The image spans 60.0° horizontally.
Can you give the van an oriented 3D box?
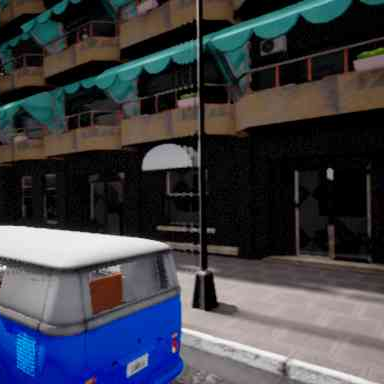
[{"bbox_3d":[-2.012,1.383,4.160,3.998,1.788,1.690,-1,-1,35],"label":"van"}]
